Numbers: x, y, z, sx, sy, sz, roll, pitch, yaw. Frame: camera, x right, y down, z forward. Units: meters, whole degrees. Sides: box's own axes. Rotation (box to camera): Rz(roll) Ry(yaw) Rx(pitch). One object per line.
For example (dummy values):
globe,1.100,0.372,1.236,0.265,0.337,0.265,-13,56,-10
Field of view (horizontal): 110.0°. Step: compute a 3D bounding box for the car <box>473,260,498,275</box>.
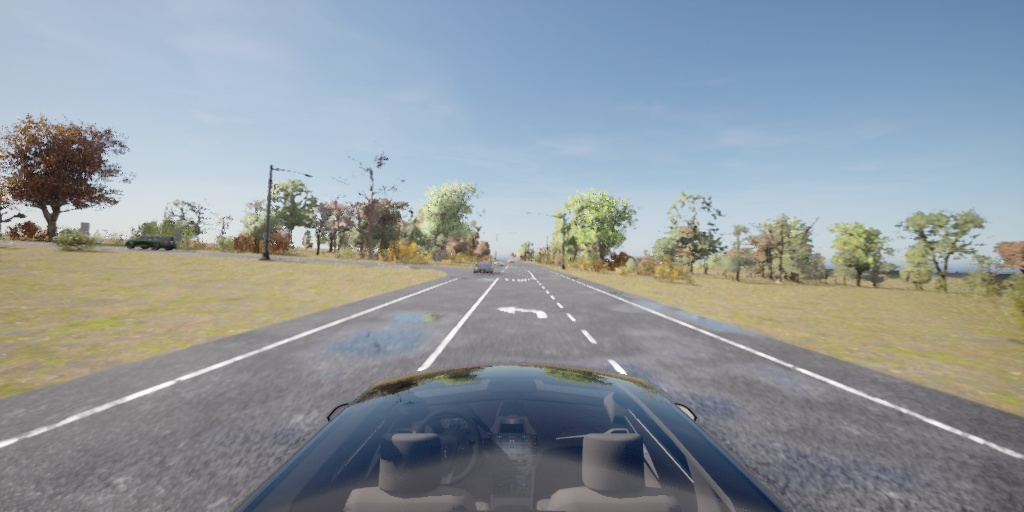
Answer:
car,-2.952,1.255,38.200,1.994,1.385,4.181,3,2,1
